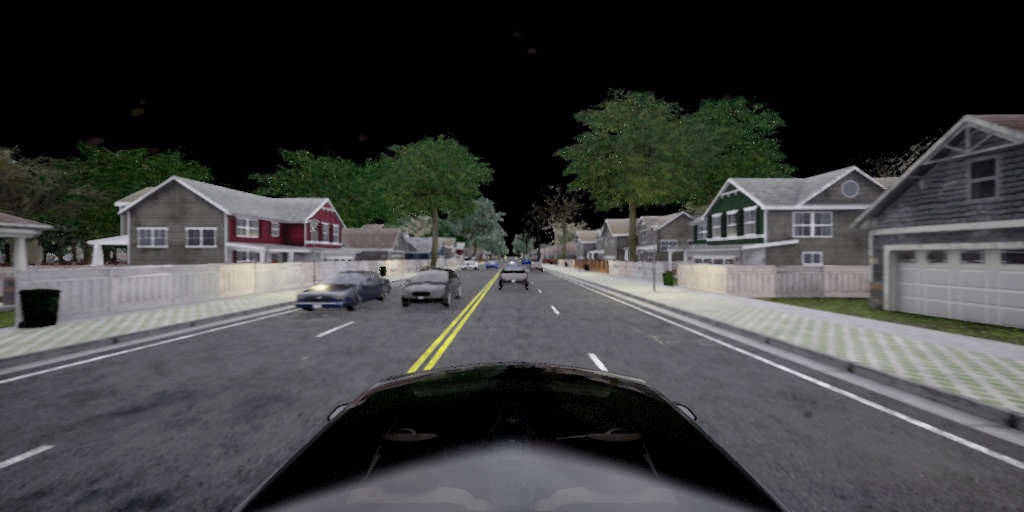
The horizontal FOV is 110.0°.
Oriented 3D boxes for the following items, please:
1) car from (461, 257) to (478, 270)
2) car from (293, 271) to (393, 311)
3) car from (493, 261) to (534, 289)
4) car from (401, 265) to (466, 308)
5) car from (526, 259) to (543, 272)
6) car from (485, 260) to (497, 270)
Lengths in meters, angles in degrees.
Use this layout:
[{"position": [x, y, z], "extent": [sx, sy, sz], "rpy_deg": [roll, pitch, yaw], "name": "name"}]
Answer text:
[{"position": [-6.549, 1.168, 56.382], "extent": [2.150, 2.045, 5.566], "rpy_deg": [0, 0, 1], "name": "car"}, {"position": [-6.603, 1.333, 14.825], "extent": [2.033, 1.411, 5.357], "rpy_deg": [0, 0, 0], "name": "car"}, {"position": [0.098, 1.307, 23.793], "extent": [2.128, 1.511, 4.902], "rpy_deg": [0, 0, 0], "name": "car"}, {"position": [-3.351, 1.294, 15.620], "extent": [1.837, 1.490, 4.892], "rpy_deg": [0, 0, 0], "name": "car"}, {"position": [3.346, 1.474, 51.173], "extent": [2.033, 1.411, 5.357], "rpy_deg": [0, 0, 0], "name": "car"}, {"position": [-3.298, 1.439, 58.776], "extent": [1.882, 1.535, 5.008], "rpy_deg": [0, 0, 1], "name": "car"}]
